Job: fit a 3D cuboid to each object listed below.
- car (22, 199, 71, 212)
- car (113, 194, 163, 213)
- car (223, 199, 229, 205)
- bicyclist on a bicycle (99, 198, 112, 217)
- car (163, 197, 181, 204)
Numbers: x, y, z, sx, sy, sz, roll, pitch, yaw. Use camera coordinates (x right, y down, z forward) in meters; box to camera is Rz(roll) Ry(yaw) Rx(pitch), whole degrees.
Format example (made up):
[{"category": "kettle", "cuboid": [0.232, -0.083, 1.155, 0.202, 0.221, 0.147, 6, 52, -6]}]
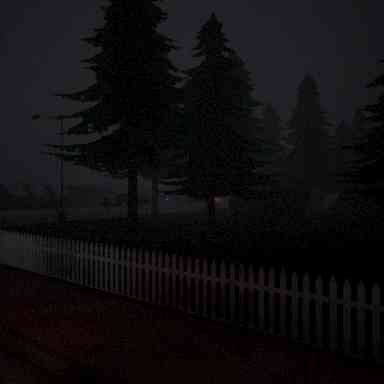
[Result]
[{"category": "car", "cuboid": [-16.989, 1.546, 39.239, 2.033, 1.411, 5.357, 0, 0, 34]}, {"category": "car", "cuboid": [-6.041, 1.221, 36.329, 2.150, 2.045, 5.566, 0, 0, 34]}, {"category": "car", "cuboid": [6.750, 1.547, 55.147, 2.033, 1.411, 5.357, 0, 0, 34]}, {"category": "bicyclist on a bicycle", "cuboid": [-7.203, 1.302, 27.872, 1.656, 1.620, 0.582, 0, 0, 34]}, {"category": "car", "cuboid": [-3.885, 1.350, 58.359, 2.097, 1.767, 4.553, 0, 0, 35]}]
